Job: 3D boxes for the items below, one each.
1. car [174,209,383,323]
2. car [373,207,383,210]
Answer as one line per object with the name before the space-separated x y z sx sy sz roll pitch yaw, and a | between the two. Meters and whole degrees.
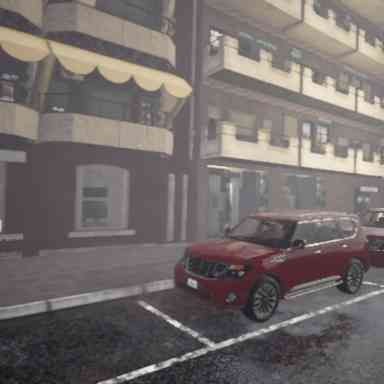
car | 2.064 1.375 7.540 5.009 1.841 2.192 1 1 -35
car | 6.567 1.431 10.750 5.009 1.841 2.192 1 1 -35
